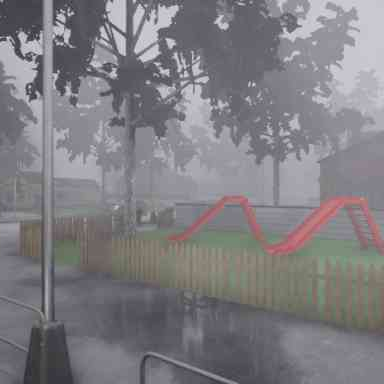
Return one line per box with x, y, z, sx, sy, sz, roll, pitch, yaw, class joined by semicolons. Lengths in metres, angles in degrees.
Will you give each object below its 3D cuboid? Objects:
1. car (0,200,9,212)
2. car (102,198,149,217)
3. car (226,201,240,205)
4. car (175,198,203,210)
-20.282;1.321;33.463;4.181;1.381;1.994;0;0;36;car
-6.152;1.366;30.905;2.097;1.767;4.553;0;0;35;car
6.146;1.503;48.080;2.128;1.511;4.902;0;0;36;car
-0.132;1.505;39.336;2.128;1.511;4.902;0;0;36;car
